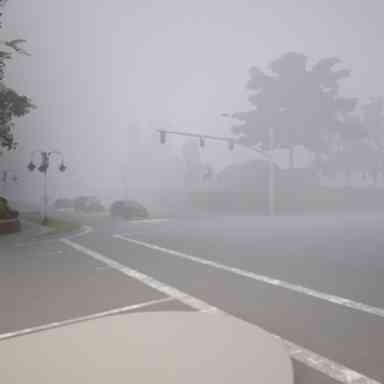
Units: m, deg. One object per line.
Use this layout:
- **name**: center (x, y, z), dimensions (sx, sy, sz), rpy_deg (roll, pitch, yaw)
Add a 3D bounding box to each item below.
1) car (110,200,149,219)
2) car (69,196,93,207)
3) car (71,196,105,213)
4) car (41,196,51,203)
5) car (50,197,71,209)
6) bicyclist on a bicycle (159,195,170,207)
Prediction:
- **car**: center (-5.498, 1.451, 28.735), dimensions (1.837, 1.490, 4.892), rpy_deg (0, 0, -36)
- **car**: center (-17.094, 1.422, 51.028), dimensions (2.128, 1.511, 4.902), rpy_deg (0, 0, -36)
- **car**: center (-11.354, 1.299, 36.811), dimensions (2.097, 1.767, 4.553), rpy_deg (0, 0, -36)
- **car**: center (-29.721, 1.446, 68.270), dimensions (1.812, 1.442, 4.674), rpy_deg (0, 0, -36)
- **car**: center (-17.196, 1.511, 44.878), dimensions (1.994, 1.385, 4.181), rpy_deg (0, 0, -36)
- **bicyclist on a bicycle**: center (-3.628, 1.204, 44.013), dimensions (1.656, 1.620, 0.582), rpy_deg (0, 0, -36)
